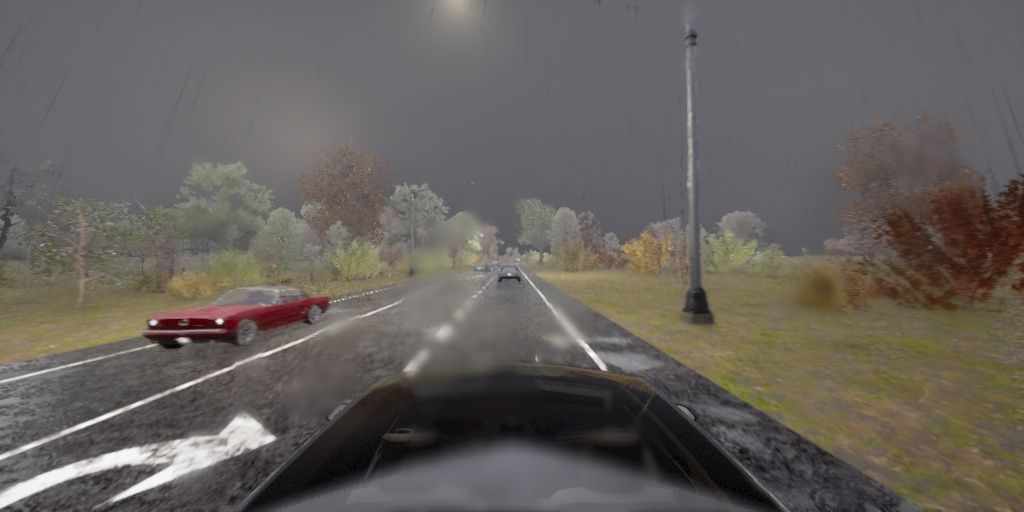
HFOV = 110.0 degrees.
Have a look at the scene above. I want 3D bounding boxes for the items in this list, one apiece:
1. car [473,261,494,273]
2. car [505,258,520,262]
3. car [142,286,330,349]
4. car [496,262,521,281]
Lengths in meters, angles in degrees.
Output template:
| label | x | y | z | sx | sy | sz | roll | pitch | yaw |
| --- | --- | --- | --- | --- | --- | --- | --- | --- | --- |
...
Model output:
| label | x | y | z | sx | sy | sz | roll | pitch | yaw |
| --- | --- | --- | --- | --- | --- | --- | --- | --- | --- |
| car | -4.537 | 1.714 | 53.804 | 2.128 | 1.511 | 4.902 | -1 | 0 | 5 |
| car | -0.309 | 1.474 | 51.456 | 2.097 | 1.767 | 4.553 | -1 | 0 | 0 |
| car | -7.113 | 1.539 | 9.968 | 1.895 | 1.301 | 4.718 | -1 | 0 | 0 |
| car | -0.227 | 1.563 | 33.129 | 1.994 | 1.385 | 4.181 | -1 | 0 | 0 |
